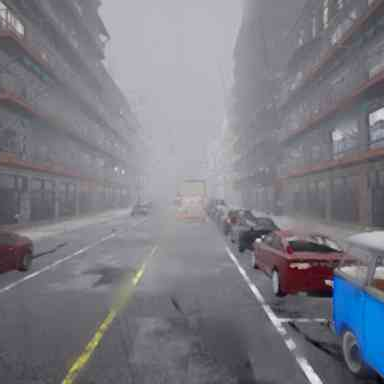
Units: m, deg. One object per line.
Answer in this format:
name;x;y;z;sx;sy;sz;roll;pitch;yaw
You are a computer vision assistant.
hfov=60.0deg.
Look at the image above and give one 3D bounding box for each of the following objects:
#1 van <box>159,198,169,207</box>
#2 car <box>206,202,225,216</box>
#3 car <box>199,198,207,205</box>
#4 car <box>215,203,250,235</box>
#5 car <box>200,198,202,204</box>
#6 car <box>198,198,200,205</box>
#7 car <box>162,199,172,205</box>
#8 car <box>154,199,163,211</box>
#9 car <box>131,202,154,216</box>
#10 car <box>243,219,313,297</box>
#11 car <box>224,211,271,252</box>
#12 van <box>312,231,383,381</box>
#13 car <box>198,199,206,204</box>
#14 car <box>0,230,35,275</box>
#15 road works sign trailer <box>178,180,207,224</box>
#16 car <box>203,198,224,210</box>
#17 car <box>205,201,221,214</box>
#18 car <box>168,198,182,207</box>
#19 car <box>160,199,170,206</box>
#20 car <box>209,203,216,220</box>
van;-5.708;2.027;65.444;1.690;1.788;3.998;1;-1;0
car;2.685;1.891;31.361;2.008;1.369;4.403;1;-1;0
car;2.663;2.291;82.398;1.967;1.590;4.097;1;-1;0
car;2.692;1.660;20.022;1.967;1.590;4.097;1;-1;0
car;2.674;2.116;54.044;1.887;1.381;4.507;1;-1;0
car;2.669;2.212;65.555;1.752;1.417;4.829;1;-1;0
car;-5.716;2.348;76.784;2.008;1.369;4.403;1;-1;0
car;-5.703;2.080;48.429;1.947;1.339;4.313;1;-1;0
car;-5.699;1.981;37.085;1.802;1.307;4.206;1;-1;0
car;2.695;1.642;8.680;1.887;1.381;4.507;1;-1;0
car;2.692;1.725;14.350;1.947;1.339;4.313;1;-1;0
van;2.701;1.376;3.010;1.690;1.788;3.998;1;-1;0
car;2.660;2.487;88.069;1.802;1.307;4.206;1;-1;0
car;-5.686;1.680;8.732;1.802;1.307;4.206;1;-1;0
road works sign trailer;-0.015;0.769;27.979;2.380;3.560;2.880;0;-1;0
car;2.685;1.713;37.035;2.192;1.841;5.009;1;-1;0
car;2.680;1.983;42.873;1.752;1.417;4.829;1;-1;0
car;-3.048;2.188;65.341;1.837;1.490;4.892;0;-1;0
car;-5.714;2.286;71.113;1.887;1.381;4.507;1;-1;0
car;2.688;1.831;25.691;2.008;1.369;4.403;1;-1;0
